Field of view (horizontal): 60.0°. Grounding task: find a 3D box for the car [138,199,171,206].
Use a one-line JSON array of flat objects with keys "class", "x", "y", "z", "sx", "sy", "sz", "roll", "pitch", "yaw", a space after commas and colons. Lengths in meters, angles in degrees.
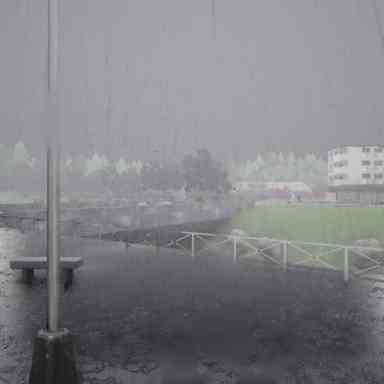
[{"class": "car", "x": -4.751, "y": 1.601, "z": 43.602, "sx": 1.895, "sy": 1.301, "sz": 4.718, "roll": 0, "pitch": 0, "yaw": 36}]
